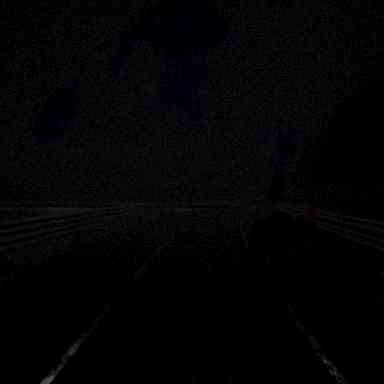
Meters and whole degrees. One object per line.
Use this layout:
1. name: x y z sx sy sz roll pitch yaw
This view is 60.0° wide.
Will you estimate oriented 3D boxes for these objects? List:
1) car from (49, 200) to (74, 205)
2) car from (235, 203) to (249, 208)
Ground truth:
1. car: -26.688 2.418 68.004 4.902 1.511 2.128 1 -3 -12
2. car: 12.012 3.498 83.441 4.718 1.301 1.895 2 -4 -33
